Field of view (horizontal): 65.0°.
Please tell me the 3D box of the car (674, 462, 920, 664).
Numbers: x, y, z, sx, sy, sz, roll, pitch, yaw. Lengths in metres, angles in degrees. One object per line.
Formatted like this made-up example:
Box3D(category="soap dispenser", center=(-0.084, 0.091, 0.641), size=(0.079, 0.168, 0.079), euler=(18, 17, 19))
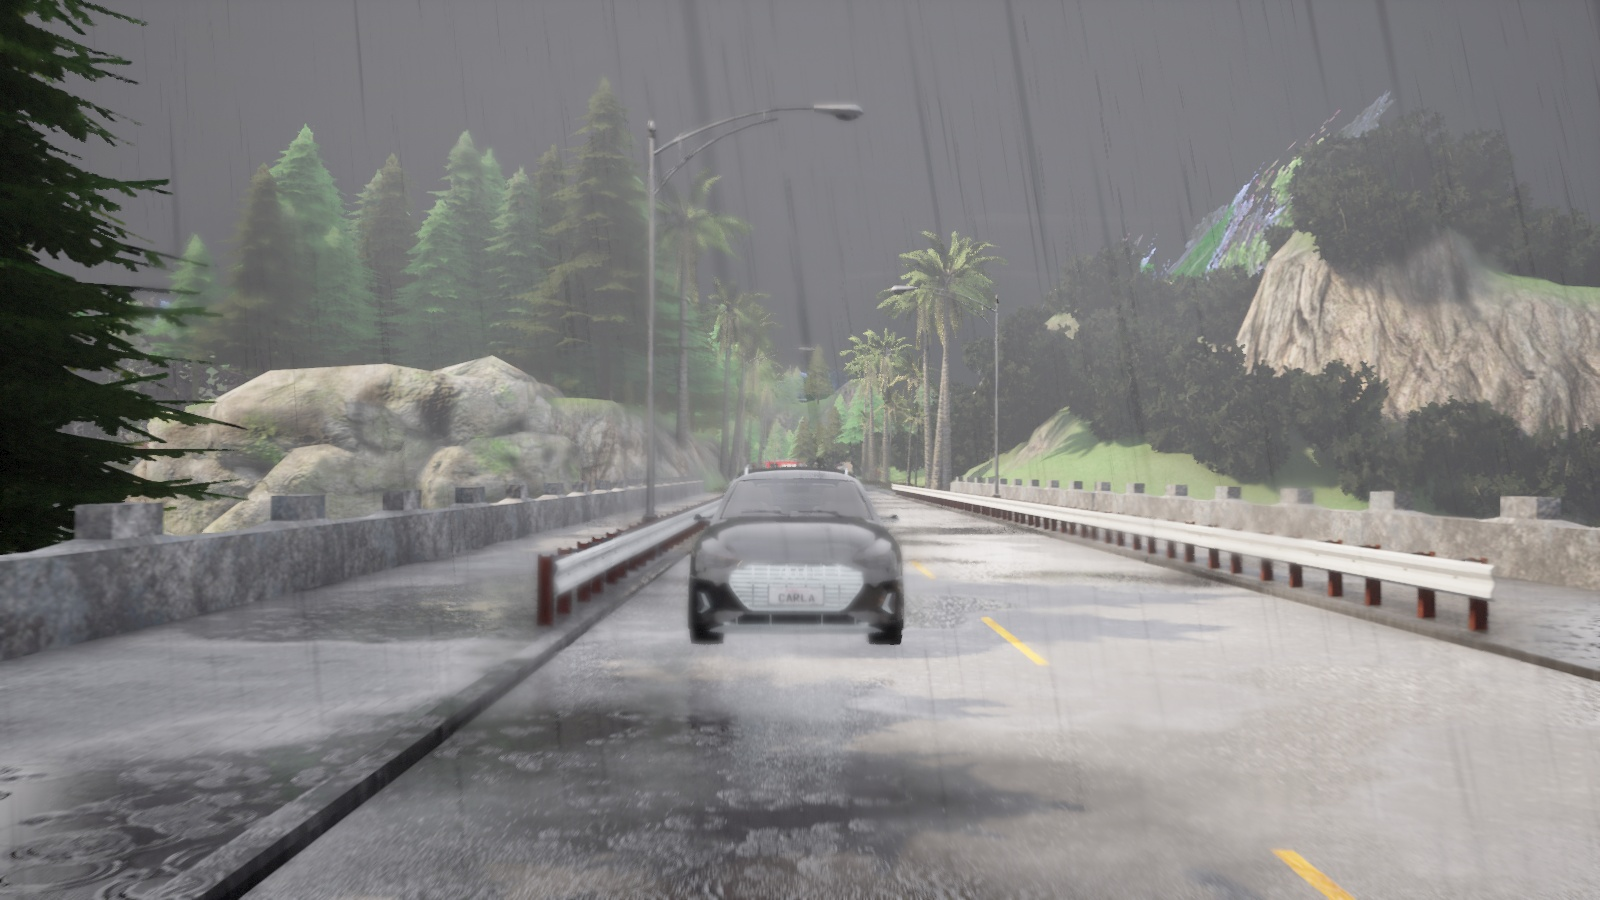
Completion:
Box3D(category="car", center=(-0.029, 0.957, 12.825), size=(2.033, 1.649, 4.856), euler=(0, 0, 0))
